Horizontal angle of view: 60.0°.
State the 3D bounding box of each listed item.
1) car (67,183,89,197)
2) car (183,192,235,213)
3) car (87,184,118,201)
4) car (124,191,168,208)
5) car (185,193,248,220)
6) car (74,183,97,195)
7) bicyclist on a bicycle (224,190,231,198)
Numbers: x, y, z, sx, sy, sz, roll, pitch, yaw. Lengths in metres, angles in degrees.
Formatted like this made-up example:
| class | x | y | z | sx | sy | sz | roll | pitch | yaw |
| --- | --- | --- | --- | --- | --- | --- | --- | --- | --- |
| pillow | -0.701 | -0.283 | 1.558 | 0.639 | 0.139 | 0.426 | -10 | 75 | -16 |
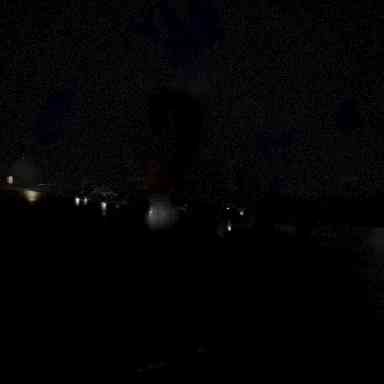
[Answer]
| class | x | y | z | sx | sy | sz | roll | pitch | yaw |
| --- | --- | --- | --- | --- | --- | --- | --- | --- | --- |
| car | -15.877 | -0.199 | 45.790 | 2.128 | 1.511 | 4.902 | 0 | 2 | -34 |
| car | 1.283 | 0.792 | 26.709 | 1.994 | 1.385 | 4.181 | 0 | 2 | -35 |
| car | -9.867 | 0.204 | 37.300 | 1.812 | 1.442 | 4.674 | 0 | 2 | -35 |
| car | -4.192 | 0.579 | 29.360 | 2.033 | 1.411 | 5.357 | 0 | 2 | -36 |
| car | 1.479 | 0.884 | 21.431 | 2.128 | 1.511 | 4.902 | 0 | 2 | -36 |
| car | -16.571 | -0.519 | 51.731 | 2.097 | 1.767 | 4.553 | 0 | 2 | -36 |
| bicyclist on a bicycle | 3.045 | 0.645 | 29.529 | 1.656 | 1.620 | 0.582 | 0 | 2 | -36 |
